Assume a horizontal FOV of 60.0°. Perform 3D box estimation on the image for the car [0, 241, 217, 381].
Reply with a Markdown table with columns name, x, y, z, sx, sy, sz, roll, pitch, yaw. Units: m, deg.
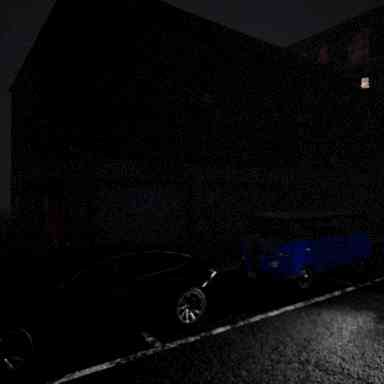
| name | x | y | z | sx | sy | sz | roll | pitch | yaw |
| --- | --- | --- | --- | --- | --- | --- | --- | --- | --- |
| car | -1.535 | 1.568 | 5.466 | 4.313 | 1.339 | 1.947 | 0 | 0 | -36 |

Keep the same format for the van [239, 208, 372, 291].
| name | x | y | z | sx | sy | sz | roll | pitch | yaw |
| --- | --- | --- | --- | --- | --- | --- | --- | --- | --- |
| van | 3.065 | 1.347 | 8.747 | 3.998 | 1.788 | 1.690 | 0 | 0 | -36 |
